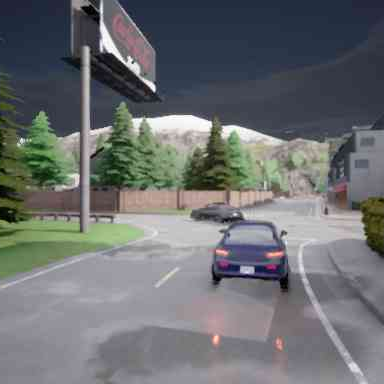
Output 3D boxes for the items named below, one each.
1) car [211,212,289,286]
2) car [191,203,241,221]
[{"bbox_3d":[1.702,1.523,9.430,1.812,1.442,4.674,0,0,13],"label":"car"},{"bbox_3d":[1.738,1.498,24.324,1.994,1.385,4.181,0,0,-36],"label":"car"}]
